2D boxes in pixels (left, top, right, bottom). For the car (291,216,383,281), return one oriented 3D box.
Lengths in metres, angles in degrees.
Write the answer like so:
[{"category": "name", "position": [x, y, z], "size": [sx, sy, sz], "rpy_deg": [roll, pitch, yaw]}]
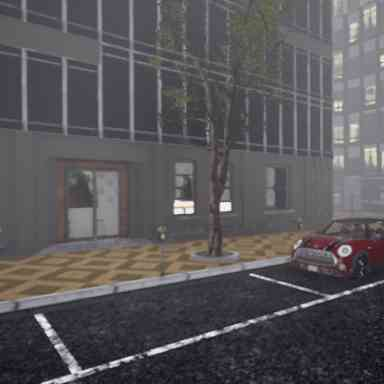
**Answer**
[{"category": "car", "position": [4.840, 1.527, 10.028], "size": [4.097, 1.590, 1.967], "rpy_deg": [1, -1, -35]}]
